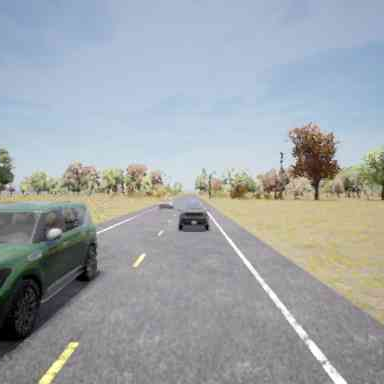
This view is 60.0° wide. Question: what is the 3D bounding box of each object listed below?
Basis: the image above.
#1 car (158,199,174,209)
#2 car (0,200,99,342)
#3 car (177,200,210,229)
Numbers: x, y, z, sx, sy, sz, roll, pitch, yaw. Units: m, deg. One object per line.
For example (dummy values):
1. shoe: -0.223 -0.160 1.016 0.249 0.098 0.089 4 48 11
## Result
1. car: -3.543 1.669 45.629 1.895 1.301 4.718 0 0 0
2. car: -3.595 1.232 6.852 2.150 2.045 5.566 0 0 0
3. car: 0.119 1.538 21.873 1.837 1.490 4.892 0 0 0
